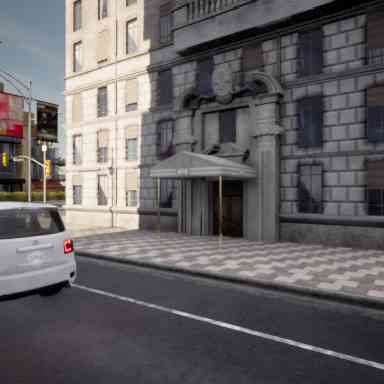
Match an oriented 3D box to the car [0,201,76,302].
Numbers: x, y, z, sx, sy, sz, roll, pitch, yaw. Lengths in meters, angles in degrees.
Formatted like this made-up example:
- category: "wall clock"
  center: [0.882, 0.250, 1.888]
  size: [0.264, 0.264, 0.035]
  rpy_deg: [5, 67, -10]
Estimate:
- category: "car"
  center: [-4.924, 1.221, 7.395]
  size: [5.566, 2.045, 2.150]
  rpy_deg: [0, 0, 35]
